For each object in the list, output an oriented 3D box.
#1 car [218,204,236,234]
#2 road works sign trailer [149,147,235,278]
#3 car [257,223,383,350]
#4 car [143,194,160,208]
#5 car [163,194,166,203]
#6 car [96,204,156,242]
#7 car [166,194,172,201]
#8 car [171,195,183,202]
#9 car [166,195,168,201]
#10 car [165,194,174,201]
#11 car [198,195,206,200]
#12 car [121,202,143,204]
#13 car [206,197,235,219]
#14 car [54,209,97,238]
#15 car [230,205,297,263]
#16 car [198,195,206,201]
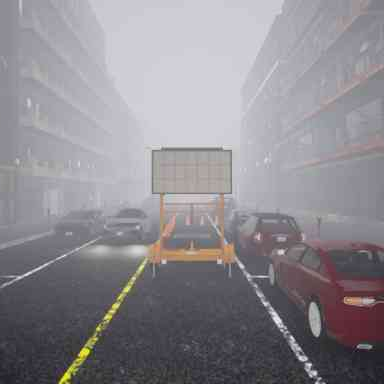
[{"bbox_3d":[2.688,1.550,17.577,2.008,1.369,4.403,0,0,0],"label":"car"},{"bbox_3d":[-0.003,0.465,10.074,2.380,3.560,2.880,0,0,0],"label":"road works sign trailer"},{"bbox_3d":[2.690,1.545,6.305,1.887,1.381,4.507,0,0,0],"label":"car"},{"bbox_3d":[-5.699,1.432,45.762,1.967,1.590,4.097,0,0,0],"label":"car"},{"bbox_3d":[-5.700,1.305,51.399,2.192,1.841,5.009,0,0,0],"label":"car"},{"bbox_3d":[-3.104,1.525,16.609,1.812,1.442,4.674,0,0,0],"label":"car"},{"bbox_3d":[-5.706,1.293,79.581,2.192,1.841,5.009,0,0,0],"label":"car"},{"bbox_3d":[-3.018,1.471,76.587,2.128,1.511,4.902,0,0,0],"label":"car"},{"bbox_3d":[-5.702,1.570,57.035,1.802,1.307,4.206,0,0,0],"label":"car"},{"bbox_3d":[-5.708,1.415,85.216,1.967,1.590,4.097,0,0,0],"label":"car"},{"bbox_3d":[2.671,1.517,90.851,1.887,1.381,4.507,0,0,0],"label":"car"},{"bbox_3d":[-5.696,1.523,28.682,1.752,1.417,4.829,0,0,0],"label":"car"},{"bbox_3d":[2.686,1.313,28.851,2.192,1.841,5.009,0,0,0],"label":"car"},{"bbox_3d":[-5.693,1.566,17.579,1.947,1.339,4.313,0,0,0],"label":"car"},{"bbox_3d":[2.689,1.440,11.942,1.967,1.590,4.097,0,0,0],"label":"car"},{"bbox_3d":[2.674,1.503,79.748,1.752,1.417,4.829,0,0,0],"label":"car"}]
